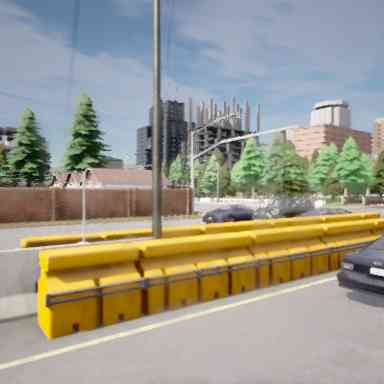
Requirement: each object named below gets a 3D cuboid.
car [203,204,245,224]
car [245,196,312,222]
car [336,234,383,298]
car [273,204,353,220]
[{"bbox_3d":[2.786,1.557,23.071,4.181,1.385,1.994,0,0,-37],"label":"car"},{"bbox_3d":[5.877,1.153,20.960,4.553,1.767,2.097,0,0,-36],"label":"car"},{"bbox_3d":[5.536,1.543,7.696,5.357,1.411,2.033,0,0,-35],"label":"car"},{"bbox_3d":[6.983,1.540,17.464,5.357,1.411,2.033,0,0,-35],"label":"car"}]
